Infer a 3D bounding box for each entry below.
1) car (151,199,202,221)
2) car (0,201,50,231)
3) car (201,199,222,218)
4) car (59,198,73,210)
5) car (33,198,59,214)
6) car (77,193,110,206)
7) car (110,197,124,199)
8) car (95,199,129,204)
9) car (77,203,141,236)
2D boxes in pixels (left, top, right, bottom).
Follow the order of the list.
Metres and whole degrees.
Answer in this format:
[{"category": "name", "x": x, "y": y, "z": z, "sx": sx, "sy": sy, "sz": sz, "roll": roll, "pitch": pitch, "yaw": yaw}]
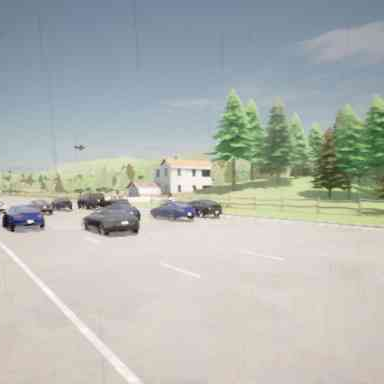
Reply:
[{"category": "car", "x": -1.534, "y": 1.455, "z": 26.241, "sx": 1.812, "sy": 1.442, "sz": 4.674, "roll": 0, "pitch": 0, "yaw": -36}, {"category": "car", "x": -10.472, "y": 1.511, "z": 20.687, "sx": 1.812, "sy": 1.442, "sz": 4.674, "roll": 0, "pitch": 0, "yaw": -36}, {"category": "car", "x": 0.629, "y": 1.415, "z": 29.228, "sx": 1.837, "sy": 1.490, "sz": 4.892, "roll": 0, "pitch": 0, "yaw": -36}, {"category": "car", "x": -15.880, "y": 1.458, "z": 40.181, "sx": 1.837, "sy": 1.490, "sz": 4.892, "roll": 0, "pitch": 0, "yaw": -36}, {"category": "car", "x": -15.457, "y": 1.518, "z": 33.602, "sx": 2.033, "sy": 1.411, "sz": 5.357, "roll": 0, "pitch": 0, "yaw": -36}, {"category": "car", "x": -12.675, "y": 1.156, "z": 41.721, "sx": 2.150, "sy": 2.045, "sz": 5.566, "roll": 0, "pitch": 0, "yaw": -36}, {"category": "car", "x": -10.136, "y": 1.407, "z": 44.183, "sx": 2.128, "sy": 1.511, "sz": 4.902, "roll": 0, "pitch": 0, "yaw": -36}, {"category": "car", "x": -5.684, "y": 1.512, "z": 26.015, "sx": 1.994, "sy": 1.385, "sz": 4.181, "roll": 0, "pitch": 0, "yaw": -36}, {"category": "car", "x": -4.579, "y": 1.529, "z": 18.493, "sx": 1.994, "sy": 1.385, "sz": 4.181, "roll": 0, "pitch": 0, "yaw": -36}]
